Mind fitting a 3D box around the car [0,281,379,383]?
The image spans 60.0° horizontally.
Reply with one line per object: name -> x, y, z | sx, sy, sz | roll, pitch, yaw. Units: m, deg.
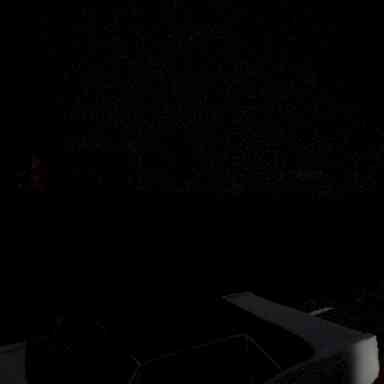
car -> -0.593, 1.589, 2.639 | 4.718, 1.301, 1.895 | 0, 0, -35
